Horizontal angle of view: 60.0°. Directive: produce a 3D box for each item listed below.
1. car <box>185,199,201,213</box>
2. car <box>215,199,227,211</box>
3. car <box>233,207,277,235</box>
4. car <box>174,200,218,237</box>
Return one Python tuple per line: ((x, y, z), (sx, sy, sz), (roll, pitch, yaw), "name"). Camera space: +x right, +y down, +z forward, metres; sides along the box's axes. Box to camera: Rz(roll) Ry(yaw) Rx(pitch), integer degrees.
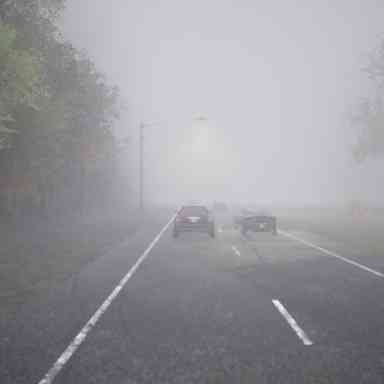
((0.093, 1.723, 41.329), (1.837, 1.490, 4.892), (0, 0, 0), "car")
((3.592, 1.724, 44.475), (2.128, 1.511, 4.902), (0, 0, 0), "car")
((3.582, 1.585, 19.510), (1.882, 1.535, 5.008), (0, 0, 0), "car")
((0.098, 1.455, 18.829), (2.097, 1.767, 4.553), (0, 0, 0), "car")
